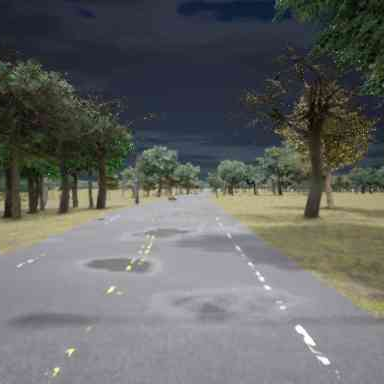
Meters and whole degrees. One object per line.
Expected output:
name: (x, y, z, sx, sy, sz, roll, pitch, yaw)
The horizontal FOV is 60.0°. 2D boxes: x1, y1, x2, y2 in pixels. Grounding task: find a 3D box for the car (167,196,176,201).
car: (-5.203, 1.691, 84.988, 1.895, 1.301, 4.718, 0, 0, 1)
